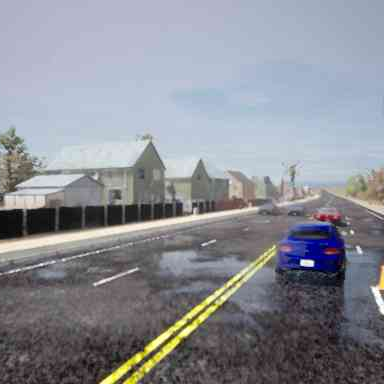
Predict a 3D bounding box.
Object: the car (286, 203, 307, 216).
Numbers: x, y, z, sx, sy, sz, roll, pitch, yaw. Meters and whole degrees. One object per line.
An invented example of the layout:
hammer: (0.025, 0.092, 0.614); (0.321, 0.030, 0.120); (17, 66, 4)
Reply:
car: (11.977, 2.003, 37.838); (2.033, 1.411, 5.357); (0, -1, 24)

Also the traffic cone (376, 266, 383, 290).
traffic cone: (4.711, 2.057, 8.117); (0.340, 0.580, 0.340); (0, -1, 24)

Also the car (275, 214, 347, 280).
car: (3.823, 1.659, 10.514); (1.812, 1.442, 4.674); (0, -1, 24)

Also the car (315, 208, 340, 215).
car: (10.998, 1.929, 26.961); (1.895, 1.301, 4.718); (0, -1, 24)

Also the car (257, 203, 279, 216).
car: (9.157, 2.027, 39.502); (2.033, 1.411, 5.357); (0, -1, 24)
